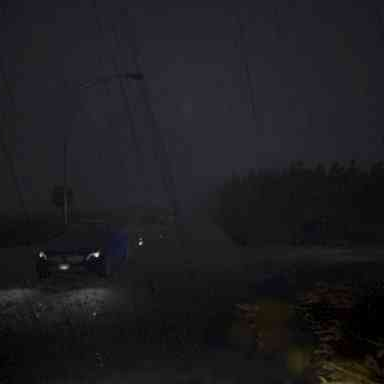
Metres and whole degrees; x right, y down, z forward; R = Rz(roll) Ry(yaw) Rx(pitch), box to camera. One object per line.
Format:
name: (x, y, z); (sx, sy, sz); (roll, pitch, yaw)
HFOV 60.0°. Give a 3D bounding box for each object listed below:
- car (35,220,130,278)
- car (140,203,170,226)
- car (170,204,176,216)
car: (-3.178, 1.640, 10.603); (1.812, 1.442, 4.674); (0, -1, 0)
car: (-3.139, 1.923, 27.730); (1.882, 1.535, 5.008); (0, -1, 0)
car: (-3.082, 2.151, 41.315); (1.812, 1.442, 4.674); (0, -1, 1)
